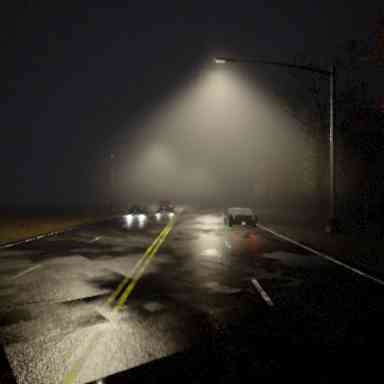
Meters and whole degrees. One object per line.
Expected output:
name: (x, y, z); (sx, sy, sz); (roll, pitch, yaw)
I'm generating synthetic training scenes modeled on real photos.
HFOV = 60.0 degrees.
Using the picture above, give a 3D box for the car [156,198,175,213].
car: (-3.335, 1.715, 42.060); (2.097, 1.767, 4.553); (0, 0, 0)

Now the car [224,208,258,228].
car: (3.384, 1.774, 23.991); (1.895, 1.301, 4.718); (1, -1, 0)

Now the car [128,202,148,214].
car: (-6.590, 1.953, 40.707); (1.895, 1.301, 4.718); (0, 0, 0)
